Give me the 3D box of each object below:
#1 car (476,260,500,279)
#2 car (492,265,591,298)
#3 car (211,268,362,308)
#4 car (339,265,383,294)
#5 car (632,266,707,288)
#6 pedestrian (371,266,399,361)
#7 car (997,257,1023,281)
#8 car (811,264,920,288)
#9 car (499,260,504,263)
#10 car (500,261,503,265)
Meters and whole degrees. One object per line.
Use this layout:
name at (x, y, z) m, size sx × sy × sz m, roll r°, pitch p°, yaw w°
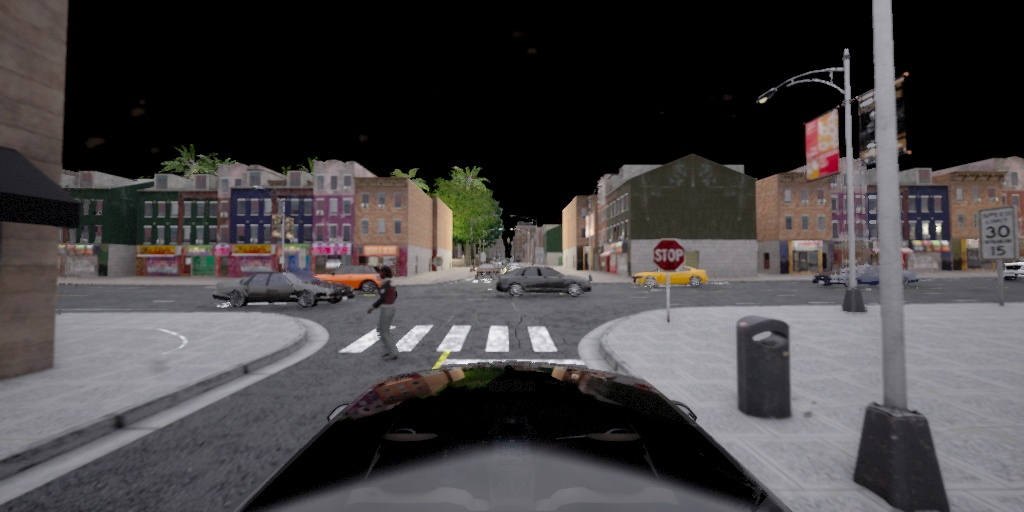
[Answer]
car at (-2.605, 1.524, 37.545) m, size 1.882 × 1.535 × 5.008 m, roll 0°, pitch 0°, yaw 2°
car at (1.588, 1.324, 18.540) m, size 4.892 × 1.490 × 1.837 m, roll -1°, pitch -2°, yaw -1°
car at (-9.373, 1.343, 14.822) m, size 5.357 × 1.411 × 2.033 m, roll -1°, pitch -2°, yaw 7°
car at (-9.991, 1.371, 21.877) m, size 4.553 × 1.767 × 2.097 m, roll 0°, pitch -2°, yaw 0°
car at (11.049, 1.390, 25.349) m, size 5.008 × 1.535 × 1.882 m, roll -1°, pitch -2°, yaw 0°
pedestrian at (-2.445, 1.090, 7.023) m, size 0.375 × 1.860 × 0.375 m, roll 1°, pitch -2°, yaw 0°
car at (38.392, 0.755, 25.570) m, size 5.566 × 2.045 × 2.150 m, roll -1°, pitch -2°, yaw 0°
car at (21.767, 1.224, 22.181) m, size 5.357 × 1.411 × 2.033 m, roll -1°, pitch -2°, yaw -1°
car at (-2.513, 1.832, 65.161) m, size 1.994 × 1.385 × 4.181 m, roll 0°, pitch -1°, yaw 0°
car at (-2.561, 1.731, 48.149) m, size 1.895 × 1.301 × 4.718 m, roll 0°, pitch 0°, yaw 0°
